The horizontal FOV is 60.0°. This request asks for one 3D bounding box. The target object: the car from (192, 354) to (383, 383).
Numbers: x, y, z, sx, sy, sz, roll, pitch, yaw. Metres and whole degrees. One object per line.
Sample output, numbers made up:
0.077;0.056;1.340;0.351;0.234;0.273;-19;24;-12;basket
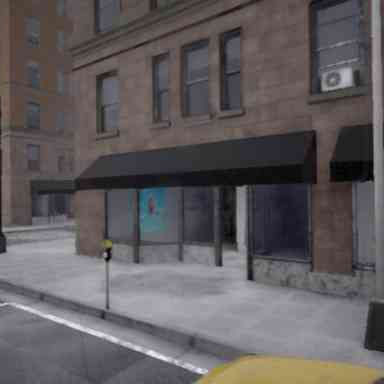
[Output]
1.875;1.513;1.474;4.829;1.417;1.752;-1;-1;35;car
